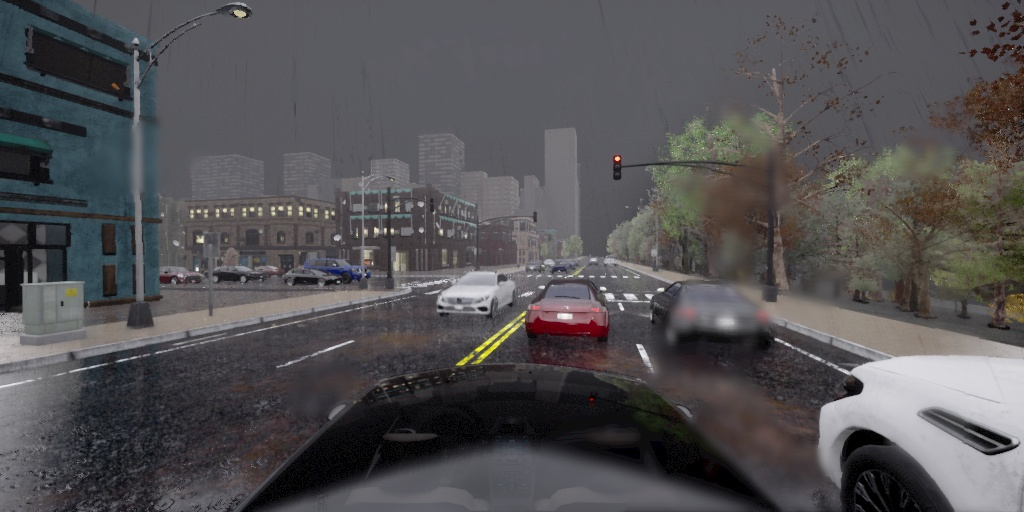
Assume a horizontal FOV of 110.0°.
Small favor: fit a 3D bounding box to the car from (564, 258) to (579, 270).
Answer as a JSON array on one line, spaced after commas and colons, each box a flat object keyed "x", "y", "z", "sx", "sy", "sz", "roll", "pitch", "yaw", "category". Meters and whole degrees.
[{"x": 8.016, "y": 1.084, "z": 51.433, "sx": 2.097, "sy": 1.767, "sz": 4.553, "roll": 0, "pitch": 0, "yaw": 13, "category": "car"}]

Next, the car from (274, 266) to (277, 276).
[{"x": -26.395, "y": 1.654, "z": 38.337, "sx": 4.207, "sy": 1.307, "sz": 1.802, "roll": 0, "pitch": 0, "yaw": 13, "category": "car"}]

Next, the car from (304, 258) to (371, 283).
[{"x": -14.521, "y": 1.196, "z": 29.553, "sx": 5.566, "sy": 2.045, "sz": 2.150, "roll": -1, "pitch": 0, "yaw": 14, "category": "car"}]

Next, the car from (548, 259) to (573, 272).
[{"x": 5.739, "y": 1.338, "z": 41.833, "sx": 1.895, "sy": 1.301, "sz": 4.718, "roll": 0, "pitch": 0, "yaw": 13, "category": "car"}]

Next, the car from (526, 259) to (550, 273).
[{"x": 2.943, "y": 1.228, "z": 44.119, "sx": 2.128, "sy": 1.511, "sz": 4.902, "roll": 0, "pitch": 0, "yaw": 14, "category": "car"}]

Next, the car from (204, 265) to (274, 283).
[{"x": -24.307, "y": 1.568, "z": 31.883, "sx": 5.008, "sy": 1.535, "sz": 1.882, "roll": -1, "pitch": 0, "yaw": 14, "category": "car"}]

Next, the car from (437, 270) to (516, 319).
[{"x": -1.069, "y": 1.273, "z": 13.065, "sx": 1.812, "sy": 1.442, "sz": 4.674, "roll": 0, "pitch": 0, "yaw": 13, "category": "car"}]

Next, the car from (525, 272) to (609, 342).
[{"x": 1.638, "y": 1.312, "z": 9.937, "sx": 1.994, "sy": 1.385, "sz": 4.181, "roll": 0, "pitch": 0, "yaw": 13, "category": "car"}]

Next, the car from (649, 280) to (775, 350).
[{"x": 4.805, "y": 1.312, "z": 9.202, "sx": 1.994, "sy": 1.385, "sz": 4.181, "roll": 0, "pitch": 0, "yaw": 13, "category": "car"}]

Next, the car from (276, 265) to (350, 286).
[{"x": -14.861, "y": 1.564, "z": 26.853, "sx": 4.313, "sy": 1.339, "sz": 1.948, "roll": 0, "pitch": 0, "yaw": 13, "category": "car"}]

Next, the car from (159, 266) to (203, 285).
[{"x": -28.332, "y": 1.597, "z": 30.183, "sx": 4.097, "sy": 1.591, "sz": 1.967, "roll": 0, "pitch": 0, "yaw": 13, "category": "car"}]
